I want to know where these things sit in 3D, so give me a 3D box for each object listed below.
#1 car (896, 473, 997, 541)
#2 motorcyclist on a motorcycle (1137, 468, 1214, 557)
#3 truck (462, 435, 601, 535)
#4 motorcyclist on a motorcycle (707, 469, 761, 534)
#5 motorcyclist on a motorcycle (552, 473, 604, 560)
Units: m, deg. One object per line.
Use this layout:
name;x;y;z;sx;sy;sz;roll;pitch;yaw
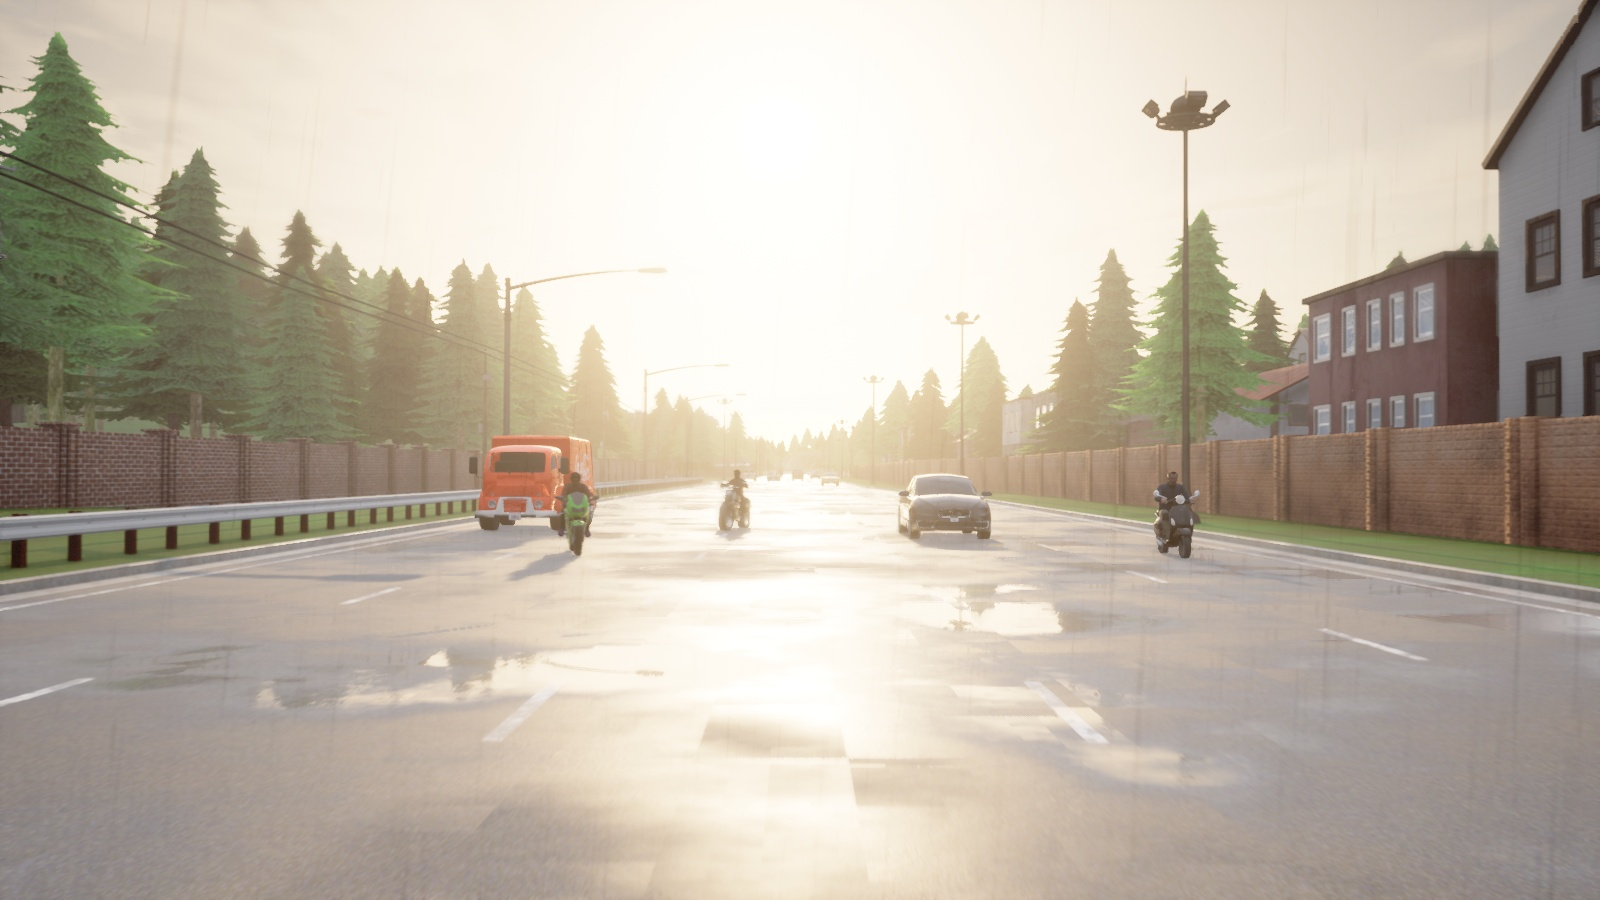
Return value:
car;3.437;1.313;30.318;1.837;1.490;4.892;0;-1;0
motorcyclist on a motorcycle;6.951;1.131;23.354;0.866;1.590;1.817;0;-1;0
truck;-7.073;0.921;33.757;2.627;2.467;5.204;0;-1;0
motorcyclist on a motorcycle;-1.737;1.330;33.316;0.766;1.649;2.350;0;-1;14
motorcyclist on a motorcycle;-4.137;1.204;23.307;0.797;1.523;2.044;0;-1;-14
